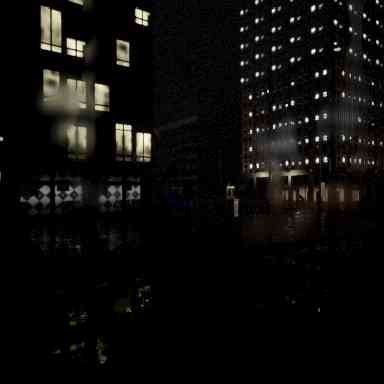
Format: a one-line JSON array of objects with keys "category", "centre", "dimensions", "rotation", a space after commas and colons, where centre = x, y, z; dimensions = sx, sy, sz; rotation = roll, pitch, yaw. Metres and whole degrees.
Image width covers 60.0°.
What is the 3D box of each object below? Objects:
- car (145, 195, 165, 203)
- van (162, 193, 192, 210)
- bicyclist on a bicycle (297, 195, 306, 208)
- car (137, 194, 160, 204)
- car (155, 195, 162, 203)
[{"category": "car", "centre": [-7.045, 1.239, 63.222], "dimensions": [1.887, 1.381, 4.507], "rotation": [0, 0, -34]}, {"category": "van", "centre": [-1.542, 1.210, 40.180], "dimensions": [1.690, 1.788, 3.998], "rotation": [0, 0, -34]}, {"category": "bicyclist on a bicycle", "centre": [12.848, 1.118, 39.129], "dimensions": [1.656, 1.620, 0.582], "rotation": [-1, 1, -34]}, {"category": "car", "centre": [-7.869, 1.204, 59.809], "dimensions": [1.882, 1.535, 5.008], "rotation": [-1, 1, -34]}, {"category": "car", "centre": [-3.935, 1.036, 58.637], "dimensions": [2.192, 1.841, 5.009], "rotation": [0, 0, -34]}]
